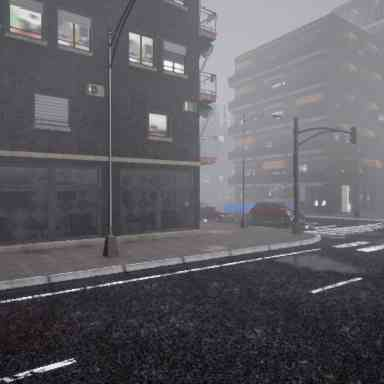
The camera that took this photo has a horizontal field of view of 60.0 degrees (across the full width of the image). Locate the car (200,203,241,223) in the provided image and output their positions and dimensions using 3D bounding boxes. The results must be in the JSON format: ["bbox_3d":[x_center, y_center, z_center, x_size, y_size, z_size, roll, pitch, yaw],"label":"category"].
[{"bbox_3d":[1.852,1.874,28.654,1.802,1.307,4.206,-1,0,-36],"label":"car"}]

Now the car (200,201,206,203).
[{"bbox_3d":[0.695,1.707,34.586,2.097,1.767,4.553,0,-1,-36],"label":"car"}]

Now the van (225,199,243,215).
[{"bbox_3d":[5.297,1.676,38.079,1.690,1.788,3.998,-1,0,-36],"label":"van"}]

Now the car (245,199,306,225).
[{"bbox_3d":[6.682,1.574,26.417,2.097,1.767,4.553,0,-1,-36],"label":"car"}]

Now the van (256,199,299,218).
[{"bbox_3d":[8.603,1.602,33.556,1.690,1.788,3.998,-1,0,-36],"label":"van"}]
